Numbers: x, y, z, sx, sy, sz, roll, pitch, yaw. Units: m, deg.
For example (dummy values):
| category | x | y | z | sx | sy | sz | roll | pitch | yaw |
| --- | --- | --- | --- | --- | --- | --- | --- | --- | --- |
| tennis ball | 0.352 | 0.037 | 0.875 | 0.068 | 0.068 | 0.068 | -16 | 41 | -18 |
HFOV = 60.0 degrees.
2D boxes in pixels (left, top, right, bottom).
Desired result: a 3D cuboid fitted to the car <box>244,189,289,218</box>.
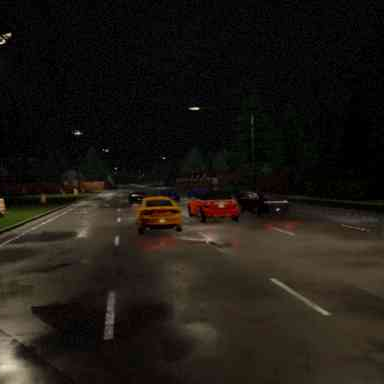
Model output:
| category | x | y | z | sx | sy | sz | roll | pitch | yaw |
| --- | --- | --- | --- | --- | --- | --- | --- | --- | --- |
| car | 4.349 | 0.723 | 21.177 | 2.128 | 1.511 | 4.902 | -1 | 2 | -12 |

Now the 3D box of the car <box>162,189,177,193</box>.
| category | x | y | z | sx | sy | sz | roll | pitch | yaw |
| --- | --- | --- | --- | --- | --- | --- | --- | --- | --- |
| car | -2.588 | 0.382 | 37.078 | 1.812 | 1.442 | 4.674 | -1 | 2 | -12 |

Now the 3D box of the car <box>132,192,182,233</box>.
| category | x | y | z | sx | sy | sz | roll | pitch | yaw |
| --- | --- | --- | --- | --- | --- | --- | --- | --- | --- |
| car | -1.760 | 0.981 | 16.241 | 1.882 | 1.535 | 5.008 | -1 | 2 | -12 |

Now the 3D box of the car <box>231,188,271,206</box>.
| category | x | y | z | sx | sy | sz | roll | pitch | yaw |
| --- | --- | --- | --- | --- | --- | --- | --- | --- | --- |
| car | 5.577 | 0.402 | 32.293 | 2.033 | 1.411 | 5.357 | -1 | 2 | -12 |

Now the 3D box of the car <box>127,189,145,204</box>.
| category | x | y | z | sx | sy | sz | roll | pitch | yaw |
| --- | --- | --- | --- | --- | --- | --- | --- | --- | --- |
| car | -5.795 | 0.464 | 35.326 | 2.128 | 1.511 | 4.902 | -1 | 2 | -12 |

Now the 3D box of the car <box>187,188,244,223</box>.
| category | x | y | z | sx | sy | sz | roll | pitch | yaw |
| --- | --- | --- | --- | --- | --- | --- | --- | --- | --- |
| car | 1.098 | 0.694 | 19.624 | 2.097 | 1.767 | 4.553 | -1 | 2 | -12 |

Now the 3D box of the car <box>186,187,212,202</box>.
| category | x | y | z | sx | sy | sz | roll | pitch | yaw |
| --- | --- | --- | --- | --- | --- | --- | --- | --- | --- |
| car | 0.733 | 0.233 | 38.280 | 1.882 | 1.535 | 5.008 | -1 | 2 | -12 |
